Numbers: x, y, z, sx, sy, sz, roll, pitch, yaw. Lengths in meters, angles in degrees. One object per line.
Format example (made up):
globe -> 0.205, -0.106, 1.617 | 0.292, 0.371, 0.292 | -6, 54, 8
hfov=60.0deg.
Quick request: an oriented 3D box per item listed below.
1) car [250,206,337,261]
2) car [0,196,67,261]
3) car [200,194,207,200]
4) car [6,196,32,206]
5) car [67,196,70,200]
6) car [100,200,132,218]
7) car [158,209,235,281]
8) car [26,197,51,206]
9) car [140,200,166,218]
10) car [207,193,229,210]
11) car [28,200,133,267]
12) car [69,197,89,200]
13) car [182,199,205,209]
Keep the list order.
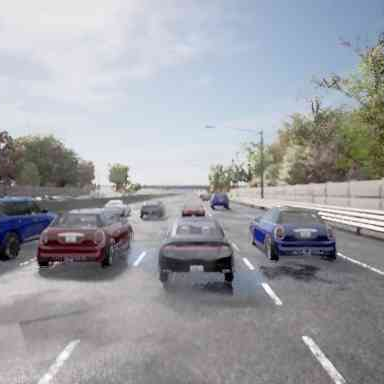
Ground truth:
car -> 3.506, 1.334, 12.379 | 2.097, 1.767, 4.553 | 0, 0, 0
car -> -6.894, 1.207, 12.365 | 2.150, 2.045, 5.566 | 0, 0, 0
car -> 3.533, 1.509, 81.117 | 1.994, 1.385, 4.181 | 0, 0, 0
car -> -28.010, 1.472, 54.058 | 1.812, 1.442, 4.674 | 0, 0, 1
car -> -21.019, 1.450, 54.816 | 1.837, 1.490, 4.892 | 0, 0, 1
car -> -6.888, 1.490, 30.586 | 1.812, 1.442, 4.674 | 0, 0, 0
car -> 0.107, 1.479, 9.784 | 2.128, 1.511, 4.902 | 0, 0, 0
car -> -24.528, 1.511, 53.377 | 1.994, 1.385, 4.181 | 0, 0, 1
car -> -3.387, 1.457, 29.416 | 2.128, 1.511, 4.902 | 0, 0, 0
car -> 3.517, 1.170, 43.124 | 2.150, 2.045, 5.566 | 0, 0, 0
car -> -3.394, 1.337, 11.451 | 2.097, 1.767, 4.553 | 0, 0, 0
car -> -17.536, 1.472, 53.349 | 1.812, 1.442, 4.674 | 0, 0, 1
car -> 0.115, 1.568, 28.091 | 1.895, 1.301, 4.718 | 0, 0, 0
